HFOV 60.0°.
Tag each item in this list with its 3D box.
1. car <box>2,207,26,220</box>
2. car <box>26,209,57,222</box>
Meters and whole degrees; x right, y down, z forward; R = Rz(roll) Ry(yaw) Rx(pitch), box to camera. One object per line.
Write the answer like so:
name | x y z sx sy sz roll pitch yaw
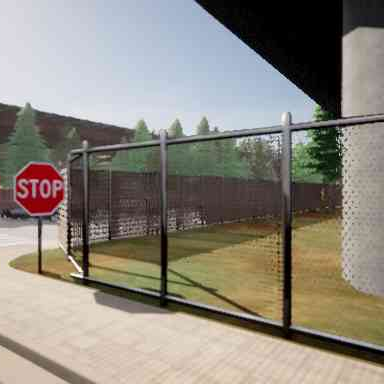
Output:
car | -12.859 1.519 27.944 2.033 1.411 5.357 0 0 36
car | -9.861 1.453 26.115 1.882 1.535 5.008 0 0 36
